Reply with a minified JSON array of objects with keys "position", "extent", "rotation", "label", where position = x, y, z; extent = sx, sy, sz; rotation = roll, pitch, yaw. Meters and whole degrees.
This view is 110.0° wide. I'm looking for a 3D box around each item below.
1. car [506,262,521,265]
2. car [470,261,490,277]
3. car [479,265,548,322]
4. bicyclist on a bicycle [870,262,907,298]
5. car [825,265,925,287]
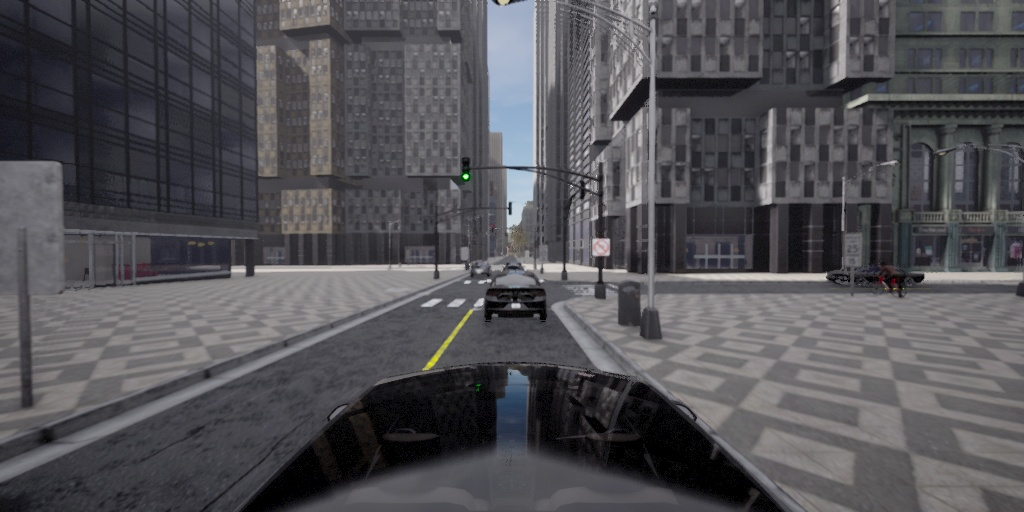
[{"position":[0.143,1.291,32.452],"extent":[1.837,1.490,4.892],"rotation":[0,0,0],"label":"car"},{"position":[-3.033,1.283,35.676],"extent":[2.128,1.511,4.902],"rotation":[0,0,0],"label":"car"},{"position":[0.113,1.230,12.407],"extent":[1.882,1.535,5.008],"rotation":[0,0,0],"label":"car"},{"position":[17.526,1.109,16.729],"extent":[0.582,1.620,1.656],"rotation":[0,1,0],"label":"bicyclist on a bicycle"},{"position":[23.087,1.275,22.951],"extent":[4.718,1.301,1.895],"rotation":[0,1,0],"label":"car"}]
